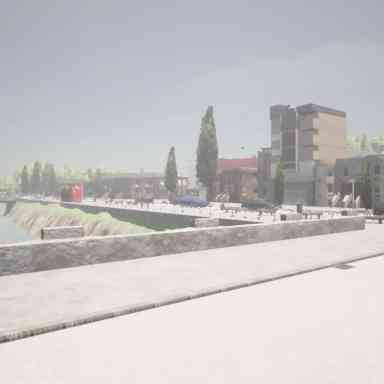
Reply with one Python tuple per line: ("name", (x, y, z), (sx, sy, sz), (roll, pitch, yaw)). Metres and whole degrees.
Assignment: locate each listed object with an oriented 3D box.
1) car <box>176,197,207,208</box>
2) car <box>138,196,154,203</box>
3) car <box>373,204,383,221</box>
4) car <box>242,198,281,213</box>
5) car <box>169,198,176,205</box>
("car", (0.215, 1.478, 47.799), (1.882, 1.535, 5.008), (0, 1, -35))
("car", (-9.805, 1.546, 68.972), (2.033, 1.411, 5.357), (0, 0, -36))
("car", (16.275, 1.506, 24.986), (1.837, 1.490, 4.892), (1, -1, -30))
("car", (7.702, 1.506, 37.344), (1.837, 1.490, 4.892), (0, 0, -36))
("car", (-1.960, 1.547, 58.018), (2.033, 1.411, 5.357), (0, 0, -35))
